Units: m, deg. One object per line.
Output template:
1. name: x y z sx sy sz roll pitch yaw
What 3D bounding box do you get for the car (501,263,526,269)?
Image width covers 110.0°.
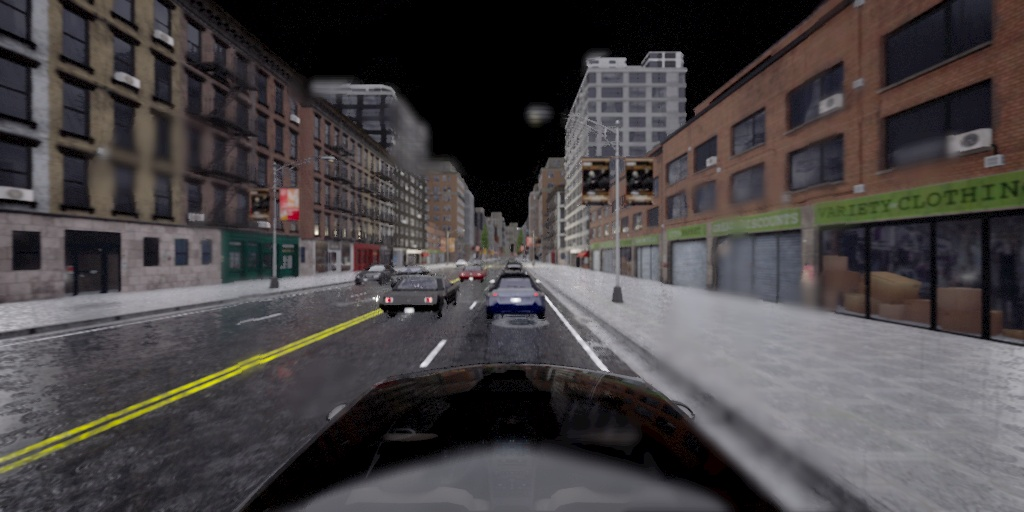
1. car: 0.159 1.342 30.874 1.837 1.490 4.892 0 0 0

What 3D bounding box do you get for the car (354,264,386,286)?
1. car: -9.794 1.346 26.294 1.812 1.442 4.674 0 0 0

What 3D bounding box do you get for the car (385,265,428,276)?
1. car: -6.551 1.378 23.787 1.994 1.385 4.181 0 0 0

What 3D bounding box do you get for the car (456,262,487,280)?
1. car: -3.088 1.432 29.337 1.895 1.301 4.718 0 0 0

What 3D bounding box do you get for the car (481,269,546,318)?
1. car: 0.122 1.349 13.183 1.994 1.385 4.181 0 0 0

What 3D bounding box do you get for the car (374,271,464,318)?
1. car: -3.129 1.384 13.188 1.895 1.301 4.718 0 0 0
